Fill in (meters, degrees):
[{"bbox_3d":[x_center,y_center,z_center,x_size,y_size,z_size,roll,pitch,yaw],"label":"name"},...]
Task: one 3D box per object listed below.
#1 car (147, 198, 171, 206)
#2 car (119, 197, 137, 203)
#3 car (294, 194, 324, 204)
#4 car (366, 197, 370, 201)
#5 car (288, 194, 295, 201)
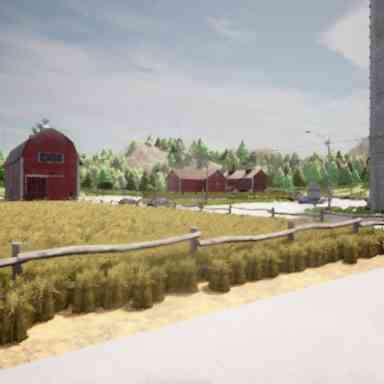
[{"bbox_3d":[-4.760,1.537,47.954,1.812,1.442,4.674,0,0,-35],"label":"car"},{"bbox_3d":[-10.775,1.575,56.214,1.994,1.385,4.181,0,0,-36],"label":"car"},{"bbox_3d":[21.724,1.502,60.471,2.242,1.667,4.611,0,0,-36],"label":"car"},{"bbox_3d":[41.270,1.344,74.750,1.905,1.878,3.866,0,0,-36],"label":"car"},{"bbox_3d":[25.223,1.337,79.442,1.932,1.855,4.605,0,0,-36],"label":"car"}]
